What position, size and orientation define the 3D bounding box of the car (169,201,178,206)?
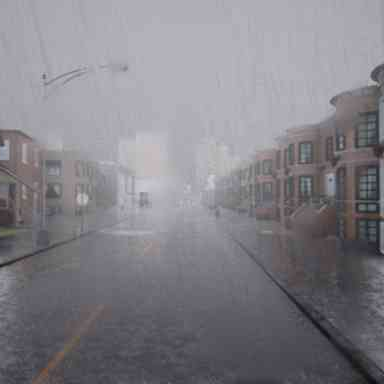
[{"bbox_3d":[-3.967,2.474,70.968,1.895,1.301,4.718,0,-1,0],"label":"car"}]
